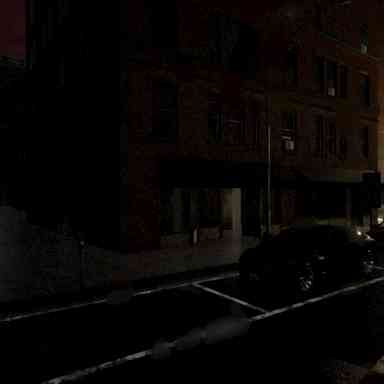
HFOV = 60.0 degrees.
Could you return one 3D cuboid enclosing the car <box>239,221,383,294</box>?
[{"bbox_3d":[3.185,1.565,8.816,4.313,1.339,1.947,0,0,-36],"label":"car"}]
